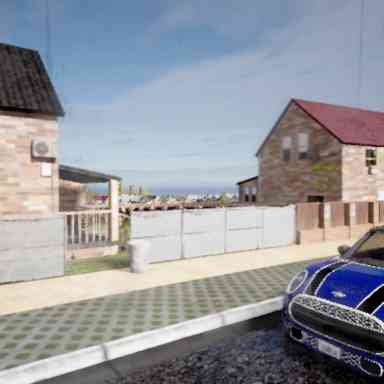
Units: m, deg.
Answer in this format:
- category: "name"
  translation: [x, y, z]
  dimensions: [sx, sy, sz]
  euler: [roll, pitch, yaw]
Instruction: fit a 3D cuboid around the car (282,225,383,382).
- category: "car"
  translation: [3.579, 1.324, 5.293]
  dimensions: [4.553, 1.767, 2.097]
  euler: [0, 0, -32]
